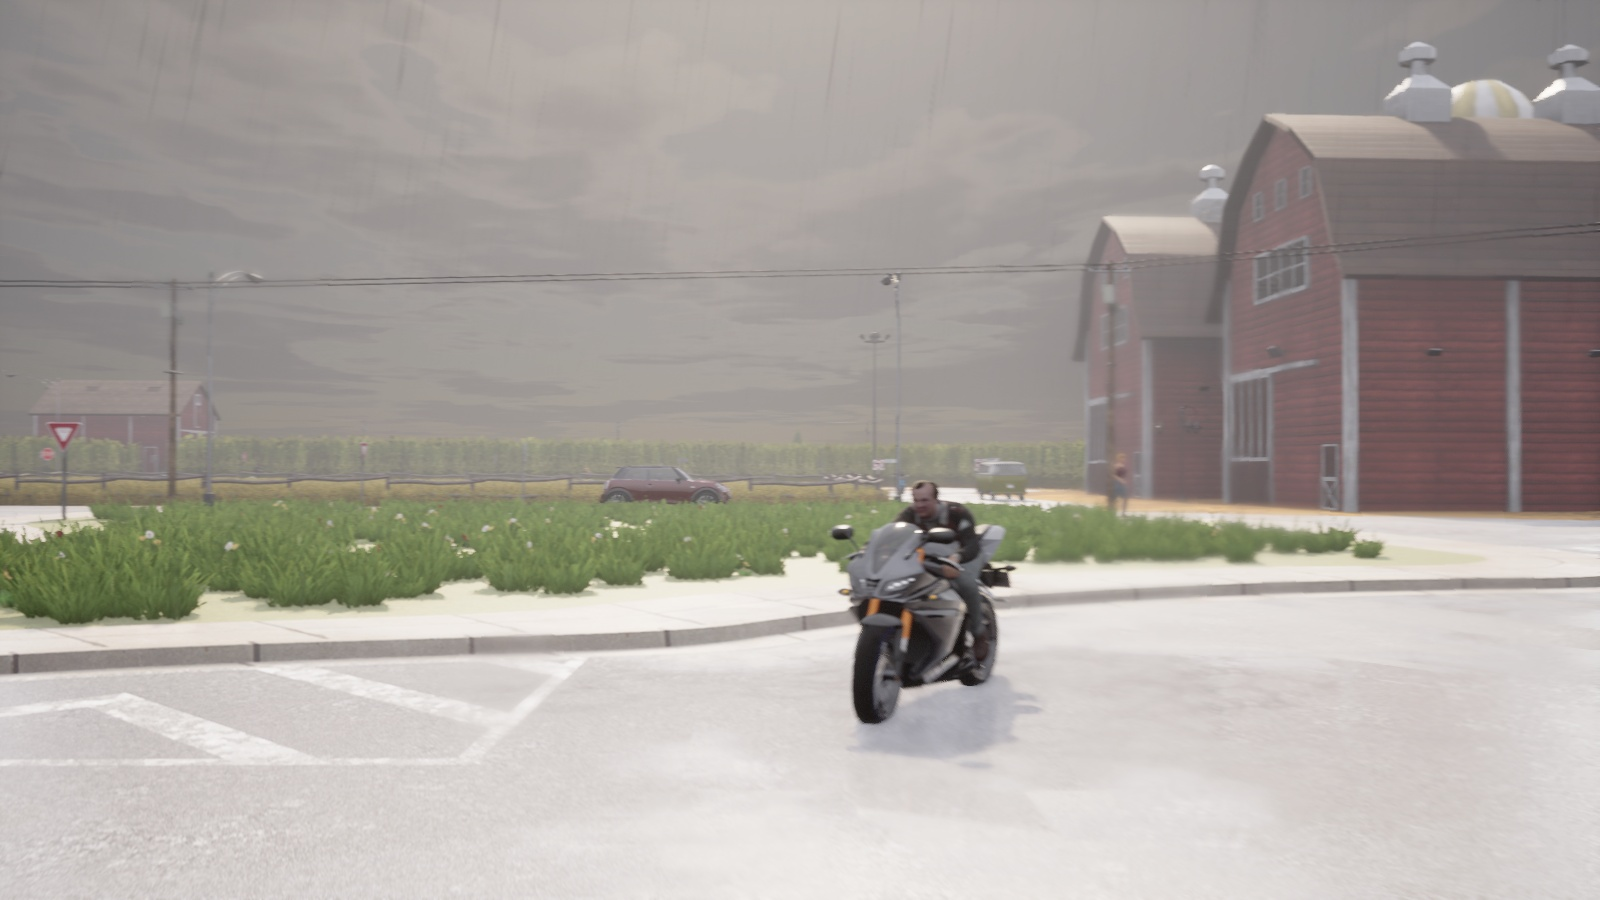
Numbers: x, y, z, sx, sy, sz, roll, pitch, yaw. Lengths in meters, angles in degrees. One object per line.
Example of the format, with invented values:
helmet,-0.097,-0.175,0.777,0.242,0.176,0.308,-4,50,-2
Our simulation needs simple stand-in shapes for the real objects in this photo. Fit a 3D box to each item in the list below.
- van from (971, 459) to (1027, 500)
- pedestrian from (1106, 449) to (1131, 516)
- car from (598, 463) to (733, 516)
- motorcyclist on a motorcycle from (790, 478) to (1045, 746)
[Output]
van,10.182,1.494,64.543,1.775,1.987,4.442,0,-1,-5
pedestrian,8.854,0.906,34.910,0.345,1.836,0.594,0,-1,-31
car,-4.634,1.353,43.931,4.553,1.767,2.097,0,-1,-2
motorcyclist on a motorcycle,0.867,0.971,8.492,0.866,1.530,2.191,-1,-1,30
